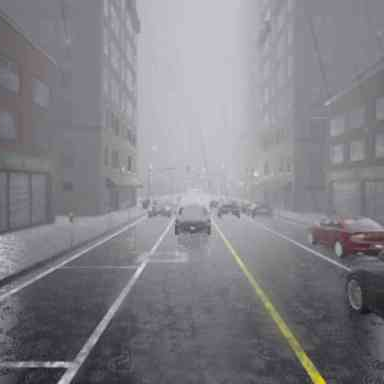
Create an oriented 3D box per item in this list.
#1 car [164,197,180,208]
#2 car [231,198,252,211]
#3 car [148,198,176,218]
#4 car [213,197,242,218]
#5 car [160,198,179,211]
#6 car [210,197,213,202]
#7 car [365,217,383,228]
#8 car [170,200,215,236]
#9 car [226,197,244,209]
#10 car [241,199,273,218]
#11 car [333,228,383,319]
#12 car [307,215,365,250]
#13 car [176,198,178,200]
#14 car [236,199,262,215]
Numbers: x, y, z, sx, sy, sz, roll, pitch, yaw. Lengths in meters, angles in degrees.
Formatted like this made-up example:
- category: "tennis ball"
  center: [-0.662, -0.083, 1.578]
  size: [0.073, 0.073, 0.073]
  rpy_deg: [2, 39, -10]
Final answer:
- category: "car"
  center: [-2.650, 1.430, 45.583]
  size: [1.887, 1.381, 4.507]
  rpy_deg: [-1, 0, 0]
- category: "car"
  center: [5.860, 1.468, 40.053]
  size: [1.887, 1.381, 4.507]
  rpy_deg: [-1, 0, 0]
- category: "car"
  center: [-2.698, 1.361, 29.066]
  size: [1.967, 1.590, 4.097]
  rpy_deg: [-1, 0, 0]
- category: "car"
  center: [3.125, 1.443, 29.522]
  size: [1.837, 1.490, 4.892]
  rpy_deg: [0, 0, 1]
- category: "car"
  center: [-2.665, 1.448, 40.077]
  size: [2.008, 1.369, 4.403]
  rpy_deg: [-1, 0, 0]
- category: "car"
  center: [3.141, 1.387, 42.471]
  size: [1.882, 1.535, 5.008]
  rpy_deg: [0, 0, 1]
- category: "car"
  center: [5.764, 1.439, 7.022]
  size: [1.967, 1.590, 4.097]
  rpy_deg: [-1, 0, 0]
- category: "car"
  center: [0.046, 1.431, 18.284]
  size: [1.882, 1.535, 5.008]
  rpy_deg: [0, 0, 0]
- category: "car"
  center: [5.875, 1.457, 45.558]
  size: [1.887, 1.381, 4.507]
  rpy_deg: [-1, 0, 0]
- category: "car"
  center: [5.828, 1.513, 29.043]
  size: [1.947, 1.339, 4.313]
  rpy_deg: [-1, 0, 0]
- category: "car"
  center: [3.907, 1.526, 4.615]
  size: [1.812, 1.442, 4.674]
  rpy_deg: [0, 0, 0]
- category: "car"
  center: [5.781, 1.530, 12.527]
  size: [1.887, 1.381, 4.507]
  rpy_deg: [-1, 0, 0]
- category: "car"
  center: [-2.681, 1.475, 34.572]
  size: [1.947, 1.339, 4.313]
  rpy_deg: [-1, 0, 0]
- category: "car"
  center: [5.844, 1.480, 34.547]
  size: [1.887, 1.381, 4.507]
  rpy_deg: [-1, 0, 0]
